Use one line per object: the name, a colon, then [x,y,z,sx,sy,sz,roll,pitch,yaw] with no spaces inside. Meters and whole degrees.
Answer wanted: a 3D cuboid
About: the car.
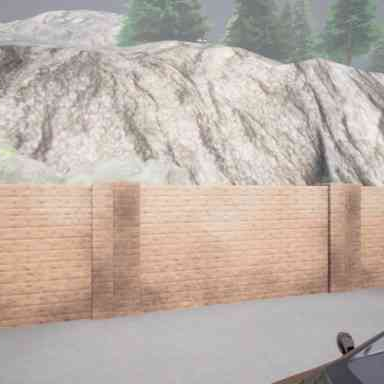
car: [2.164,1.492,1.911,4.902,1.511,2.128,0,0,-18]
